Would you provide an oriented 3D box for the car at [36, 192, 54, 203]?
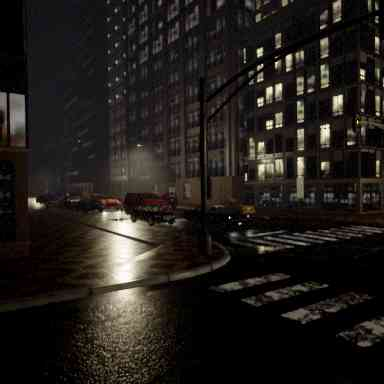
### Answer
[{"bbox_3d":[-23.235,1.132,52.092,1.887,1.381,4.507,-1,1,-35],"label":"car"}]

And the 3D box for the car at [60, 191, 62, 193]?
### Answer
[{"bbox_3d":[-26.000,0.734,70.805,1.967,1.590,4.097,-1,1,-35],"label":"car"}]

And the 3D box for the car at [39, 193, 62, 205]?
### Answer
[{"bbox_3d":[-20.023,1.220,47.453,1.802,1.307,4.206,-1,1,-35],"label":"car"}]

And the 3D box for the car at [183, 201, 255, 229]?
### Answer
[{"bbox_3d":[1.482,1.495,20.953,1.895,1.301,4.718,-1,1,-35],"label":"car"}]

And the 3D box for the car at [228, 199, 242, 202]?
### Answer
[{"bbox_3d":[3.248,1.280,28.493,1.752,1.417,4.829,-1,1,-35],"label":"car"}]

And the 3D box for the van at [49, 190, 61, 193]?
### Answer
[{"bbox_3d":[-32.422,0.532,80.079,1.690,1.788,3.998,-1,1,-35],"label":"van"}]

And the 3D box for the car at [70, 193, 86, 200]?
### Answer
[{"bbox_3d":[-22.789,0.890,66.168,1.887,1.381,4.507,-1,1,-35],"label":"car"}]

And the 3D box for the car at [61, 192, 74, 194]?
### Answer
[{"bbox_3d":[-21.608,1.005,59.893,1.994,1.385,4.181,-1,1,-35],"label":"car"}]

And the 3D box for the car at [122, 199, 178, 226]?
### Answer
[{"bbox_3d":[-2.735,1.456,22.531,2.008,1.369,4.403,-1,1,-35],"label":"car"}]

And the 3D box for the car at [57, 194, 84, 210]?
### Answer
[{"bbox_3d":[-13.600,1.289,38.174,2.008,1.369,4.403,-1,1,-35],"label":"car"}]

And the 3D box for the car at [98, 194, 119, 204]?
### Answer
[{"bbox_3d":[-13.155,1.081,52.253,1.802,1.307,4.206,-1,1,-35],"label":"car"}]

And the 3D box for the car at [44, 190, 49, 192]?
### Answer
[{"bbox_3d":[-35.633,0.689,84.720,2.008,1.369,4.403,-1,1,-35],"label":"car"}]

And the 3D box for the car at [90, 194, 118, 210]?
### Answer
[{"bbox_3d":[-9.719,1.075,37.115,2.097,1.767,4.553,-1,1,-35],"label":"car"}]

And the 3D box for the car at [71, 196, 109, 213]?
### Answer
[{"bbox_3d":[-10.388,1.354,33.536,1.947,1.339,4.313,-1,1,-35],"label":"car"}]

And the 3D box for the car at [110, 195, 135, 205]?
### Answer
[{"bbox_3d":[-9.944,1.094,47.615,1.887,1.381,4.507,-1,1,-35],"label":"car"}]

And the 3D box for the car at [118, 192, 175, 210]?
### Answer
[{"bbox_3d":[-4.111,1.031,28.998,2.150,2.045,5.566,-1,1,-34],"label":"car"}]

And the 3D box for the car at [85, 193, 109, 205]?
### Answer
[{"bbox_3d":[-14.129,1.038,49.090,1.882,1.535,5.008,-1,1,-35],"label":"car"}]

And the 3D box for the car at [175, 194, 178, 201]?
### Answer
[{"bbox_3d":[-3.523,0.964,38.336,2.192,1.841,5.009,-1,1,-35],"label":"car"}]
